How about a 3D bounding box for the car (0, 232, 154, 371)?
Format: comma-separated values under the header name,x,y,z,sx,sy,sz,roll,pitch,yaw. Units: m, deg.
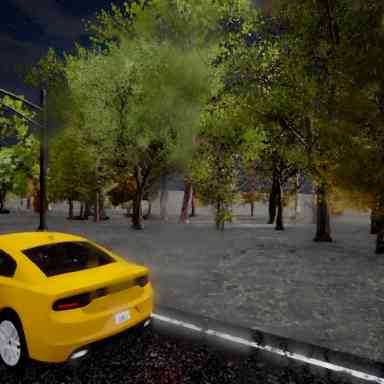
name,x,y,z,sx,sy,sz,roll,pitch,yaw
car,-2.922,1.444,5.765,5.008,1.535,1.882,1,0,35
